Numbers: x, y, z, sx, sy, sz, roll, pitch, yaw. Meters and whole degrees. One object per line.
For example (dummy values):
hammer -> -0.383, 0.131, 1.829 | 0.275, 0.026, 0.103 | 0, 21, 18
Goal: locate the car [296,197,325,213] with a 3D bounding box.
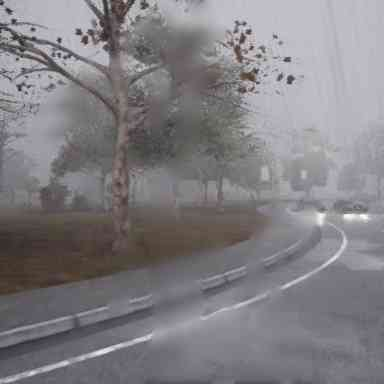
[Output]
car -> 11.217, 1.182, 31.721 | 1.994, 1.385, 4.181 | -1, 1, 9

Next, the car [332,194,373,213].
car -> 14.260, 1.147, 30.194 | 1.994, 1.385, 4.181 | -1, 1, 5

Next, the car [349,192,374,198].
car -> 24.186, 0.713, 48.961 | 5.357, 1.411, 2.033 | -1, 1, -22
